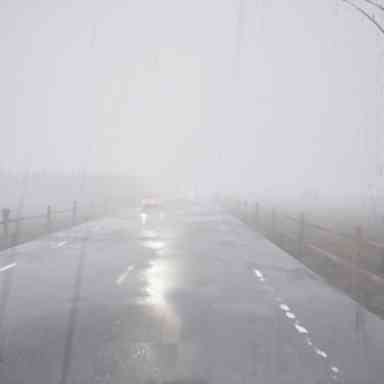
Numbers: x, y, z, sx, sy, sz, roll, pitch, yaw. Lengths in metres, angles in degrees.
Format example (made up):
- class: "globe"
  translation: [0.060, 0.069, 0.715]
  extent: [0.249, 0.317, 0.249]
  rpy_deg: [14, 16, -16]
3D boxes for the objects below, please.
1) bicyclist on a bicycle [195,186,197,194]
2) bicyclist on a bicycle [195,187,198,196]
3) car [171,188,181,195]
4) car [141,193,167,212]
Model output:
- class: "bicyclist on a bicycle"
  translation: [0.969, -0.492, 80.107]
  extent: [0.659, 1.776, 1.843]
  rpy_deg: [0, 2, 0]
- class: "bicyclist on a bicycle"
  translation: [0.965, -0.072, 71.117]
  extent: [0.866, 1.612, 1.509]
  rpy_deg: [0, 2, 0]
- class: "car"
  translation: [-3.494, -0.091, 72.434]
  extent: [1.994, 1.385, 4.181]
  rpy_deg: [0, 2, 0]
- class: "car"
  translation: [-3.585, 0.920, 31.759]
  extent: [2.097, 1.767, 4.553]
  rpy_deg: [0, 1, 0]
